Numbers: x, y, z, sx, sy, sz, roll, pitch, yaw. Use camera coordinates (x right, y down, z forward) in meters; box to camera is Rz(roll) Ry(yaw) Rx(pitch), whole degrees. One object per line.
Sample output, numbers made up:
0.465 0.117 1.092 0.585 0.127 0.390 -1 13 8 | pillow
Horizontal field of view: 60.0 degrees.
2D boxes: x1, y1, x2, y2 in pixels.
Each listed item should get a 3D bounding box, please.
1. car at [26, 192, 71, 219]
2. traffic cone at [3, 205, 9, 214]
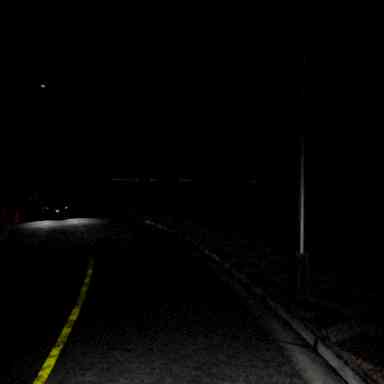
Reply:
-9.296 0.777 21.375 1.837 1.490 4.892 -1 3 -36 | car
-12.525 1.153 22.344 0.340 0.580 0.340 -2 3 -39 | traffic cone
